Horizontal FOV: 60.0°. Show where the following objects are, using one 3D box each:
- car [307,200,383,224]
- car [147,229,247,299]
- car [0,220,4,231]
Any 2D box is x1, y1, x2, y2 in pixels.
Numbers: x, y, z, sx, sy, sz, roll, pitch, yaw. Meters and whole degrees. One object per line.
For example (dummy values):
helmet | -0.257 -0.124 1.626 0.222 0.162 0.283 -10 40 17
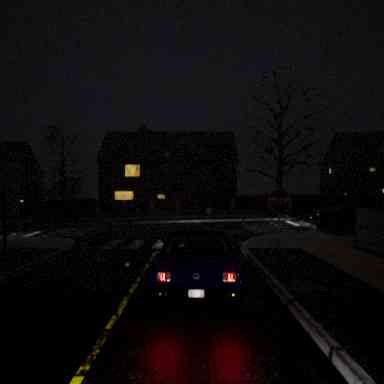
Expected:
car | 10.382 1.226 21.626 5.357 1.411 2.033 -1 1 0
car | 0.151 1.597 8.392 1.895 1.301 4.718 0 0 2
car | -13.236 1.788 18.677 4.892 1.490 1.837 -2 1 0
